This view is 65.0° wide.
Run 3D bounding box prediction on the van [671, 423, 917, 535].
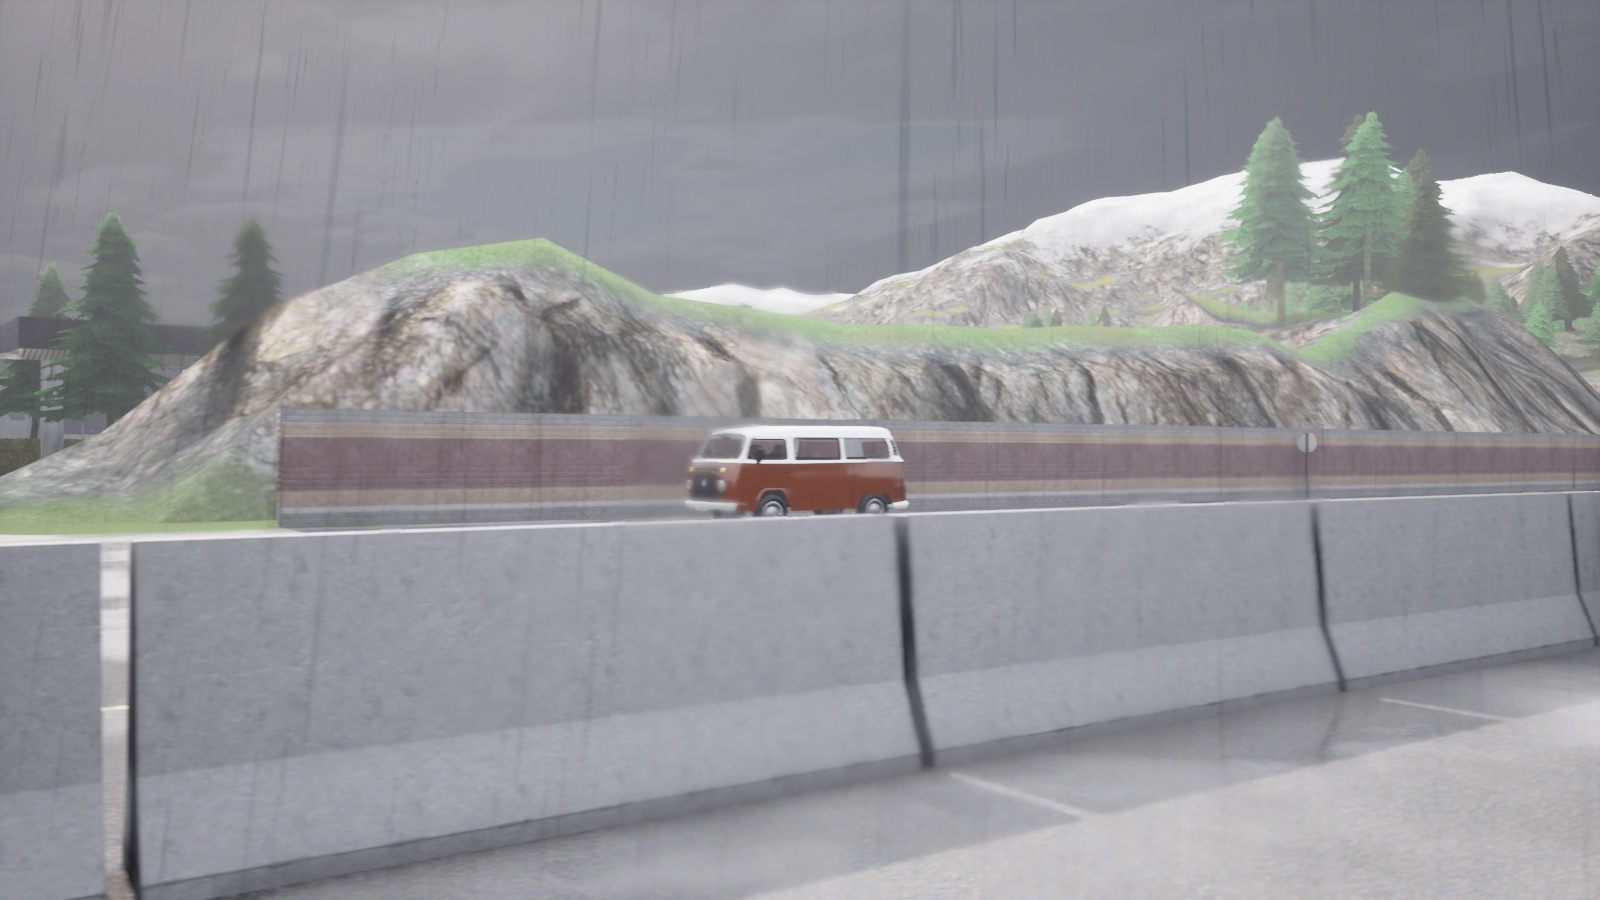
[{"bbox_3d":[-0.076,0.529,24.928,4.480,2.038,2.069,0,0,-35],"label":"van"}]
